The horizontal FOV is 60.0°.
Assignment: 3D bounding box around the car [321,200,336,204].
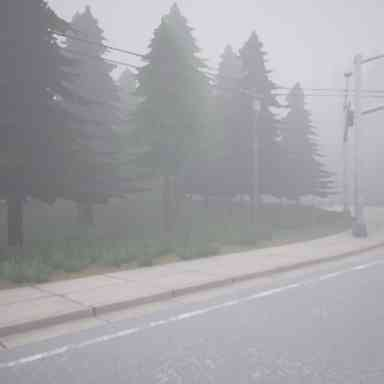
[{"bbox_3d":[15.439,1.105,40.966,1.812,1.442,4.674,0,0,-23],"label":"car"}]
